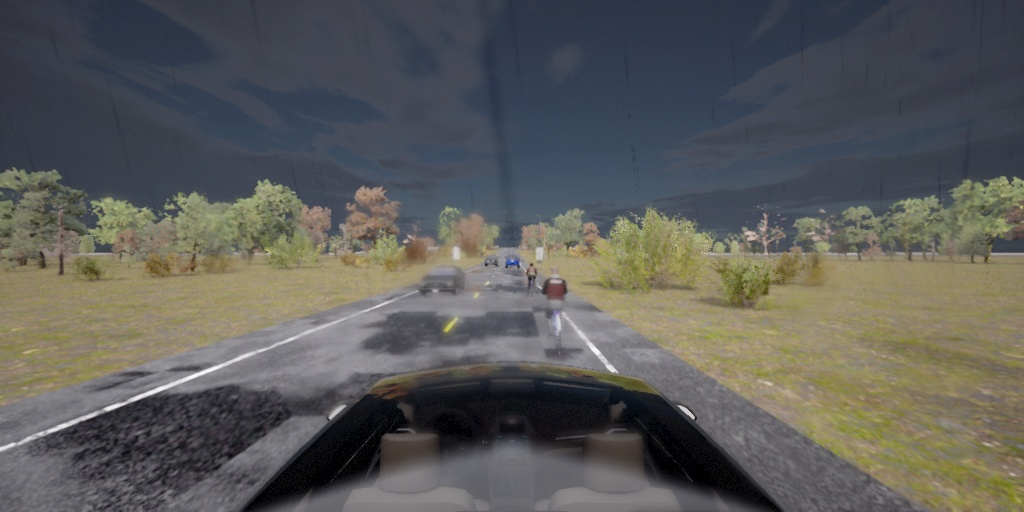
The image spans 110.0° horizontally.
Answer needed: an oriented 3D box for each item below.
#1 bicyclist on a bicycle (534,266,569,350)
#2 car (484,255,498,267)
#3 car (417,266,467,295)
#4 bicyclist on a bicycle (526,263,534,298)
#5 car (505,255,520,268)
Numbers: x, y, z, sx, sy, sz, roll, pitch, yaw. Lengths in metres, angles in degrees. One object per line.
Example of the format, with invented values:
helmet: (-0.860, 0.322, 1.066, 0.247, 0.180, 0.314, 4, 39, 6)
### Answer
bicyclist on a bicycle: (0.961, 1.104, 8.138, 0.659, 1.776, 1.843, 0, 0, 0)
car: (-3.559, 0.799, 61.826, 2.150, 2.045, 5.566, 0, 1, 1)
car: (-3.601, 1.250, 19.509, 2.033, 1.411, 5.357, 0, 0, 0)
bicyclist on a bicycle: (0.960, 1.162, 17.351, 0.582, 1.620, 1.656, 0, 0, 0)
car: (0.089, 0.828, 56.488, 2.150, 2.045, 5.566, 0, 0, 0)
